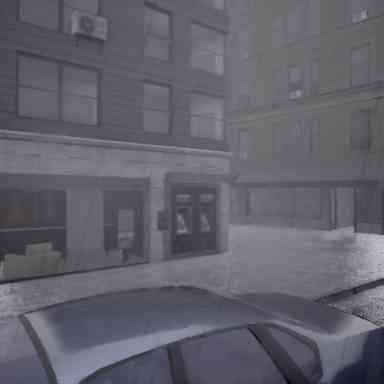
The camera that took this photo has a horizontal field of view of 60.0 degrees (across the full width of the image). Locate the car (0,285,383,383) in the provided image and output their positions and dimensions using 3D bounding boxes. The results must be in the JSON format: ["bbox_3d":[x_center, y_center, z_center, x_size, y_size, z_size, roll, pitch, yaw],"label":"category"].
[{"bbox_3d":[-0.570,1.547,2.354,5.357,1.411,2.033,0,0,-36],"label":"car"}]
